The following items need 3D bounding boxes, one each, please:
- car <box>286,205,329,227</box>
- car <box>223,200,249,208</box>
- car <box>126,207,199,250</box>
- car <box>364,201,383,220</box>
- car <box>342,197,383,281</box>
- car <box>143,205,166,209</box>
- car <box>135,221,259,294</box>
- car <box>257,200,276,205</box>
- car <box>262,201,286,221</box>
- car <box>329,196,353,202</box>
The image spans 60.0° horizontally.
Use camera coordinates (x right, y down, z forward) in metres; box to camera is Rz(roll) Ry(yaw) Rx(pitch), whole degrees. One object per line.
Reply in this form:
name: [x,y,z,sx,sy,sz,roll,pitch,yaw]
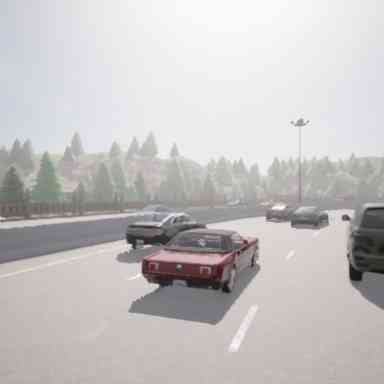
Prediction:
car: [8.755,1.749,24.607,1.994,1.385,4.181,-1,-1,33]
car: [6.709,1.974,50.065,2.128,1.511,4.902,-1,-1,44]
car: [-0.904,1.620,14.421,2.128,1.511,4.902,0,-1,24]
car: [17.543,1.673,30.647,1.882,1.535,5.008,-1,-1,40]
car: [5.713,1.289,9.721,2.150,2.045,5.566,0,-1,24]
car: [-2.977,1.777,25.993,1.812,1.442,4.674,-1,-1,31]
car: [0.566,1.677,9.145,1.895,1.301,4.718,0,-1,22]
car: [11.690,1.933,50.099,5.008,1.535,1.882,0,-1,-43]
car: [8.277,1.807,30.038,1.994,1.385,4.181,-1,-1,36]
car: [25.825,1.679,57.190,5.566,2.045,2.150,0,-1,-35]
